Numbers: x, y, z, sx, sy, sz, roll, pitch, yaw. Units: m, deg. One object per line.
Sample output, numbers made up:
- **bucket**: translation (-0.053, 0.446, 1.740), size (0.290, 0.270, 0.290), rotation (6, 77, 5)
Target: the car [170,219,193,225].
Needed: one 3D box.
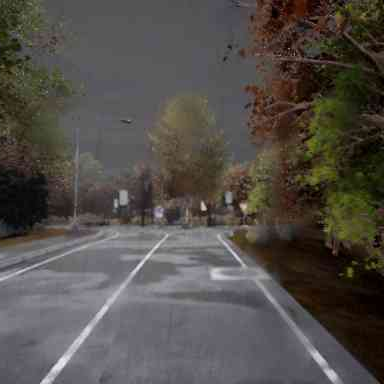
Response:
- **car**: translation (-2.183, 6.509, 71.388), size (4.902, 1.511, 2.128), rotation (1, -5, -1)

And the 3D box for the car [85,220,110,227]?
- **car**: translation (-17.840, 5.875, 62.581), size (1.895, 1.301, 4.718), rotation (-3, -5, 31)
